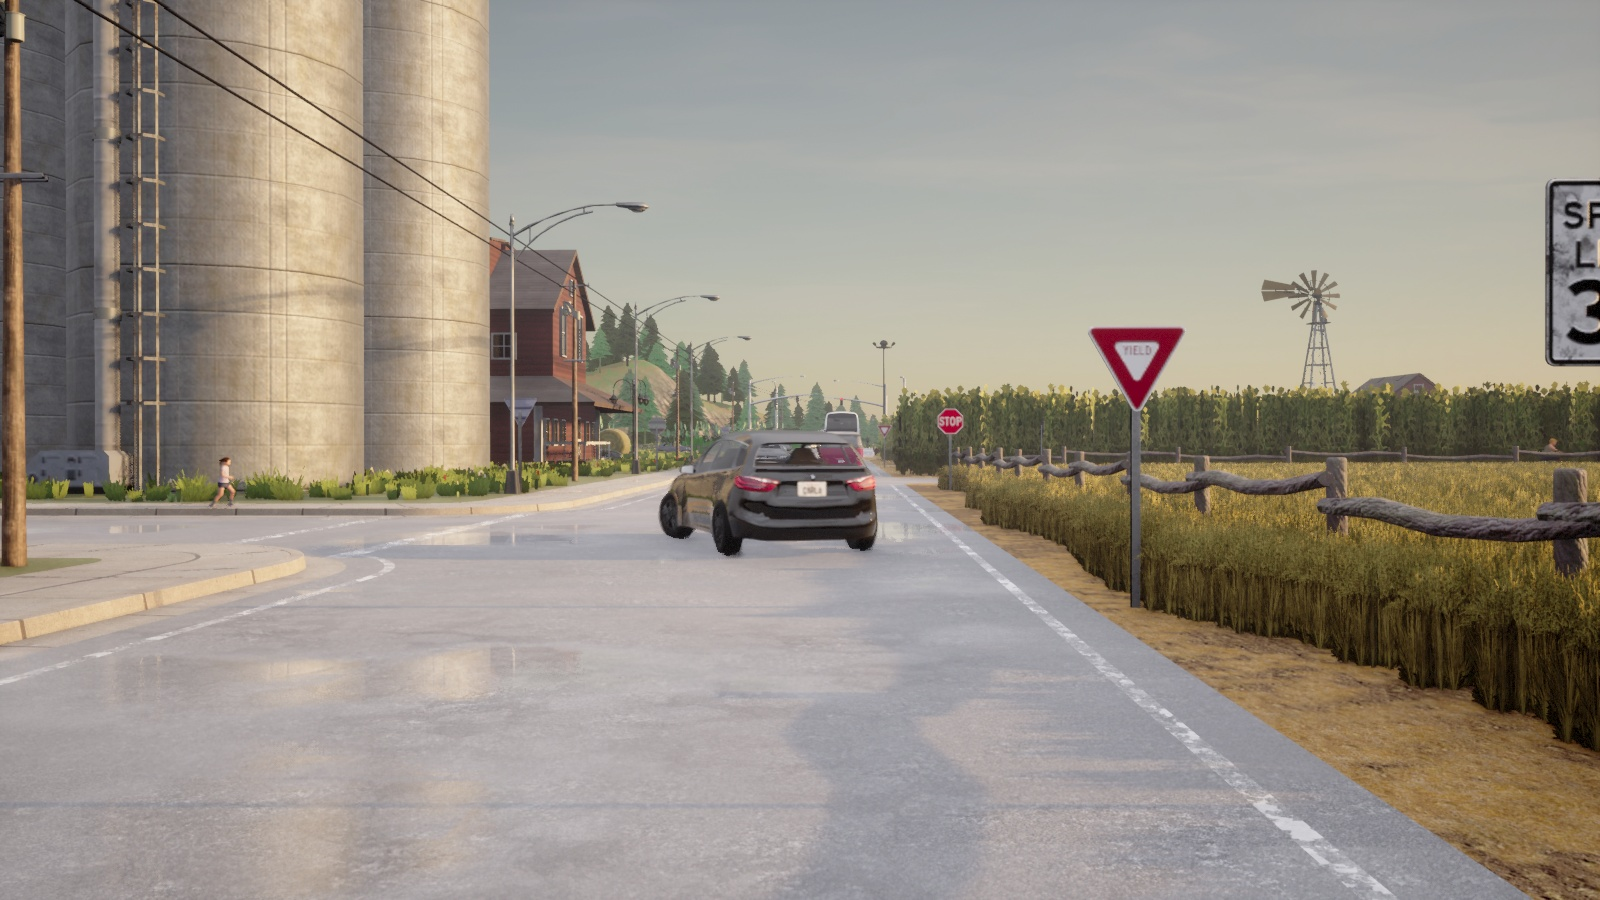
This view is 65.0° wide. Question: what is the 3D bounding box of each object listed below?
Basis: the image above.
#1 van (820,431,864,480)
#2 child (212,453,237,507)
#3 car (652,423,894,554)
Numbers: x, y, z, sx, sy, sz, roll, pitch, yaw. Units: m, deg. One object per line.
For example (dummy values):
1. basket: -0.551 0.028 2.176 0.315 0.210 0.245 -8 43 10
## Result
1. van: 1.775 0.201 53.212 1.775 1.987 4.442 0 0 2
2. child: -12.018 0.624 26.220 0.394 1.110 0.255 0 0 5
3. car: -0.568 0.486 18.514 2.242 1.667 4.611 0 0 -19
